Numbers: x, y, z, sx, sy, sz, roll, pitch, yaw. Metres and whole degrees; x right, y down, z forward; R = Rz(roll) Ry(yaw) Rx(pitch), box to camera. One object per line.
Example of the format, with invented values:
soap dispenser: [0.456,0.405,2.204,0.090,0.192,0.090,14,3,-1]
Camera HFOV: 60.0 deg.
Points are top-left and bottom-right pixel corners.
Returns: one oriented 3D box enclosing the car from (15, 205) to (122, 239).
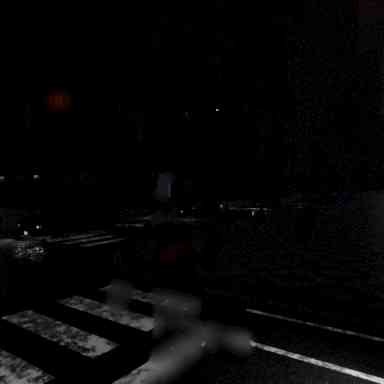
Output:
car: [-5.934,1.373,16.856,2.033,1.411,5.357,0,1,31]

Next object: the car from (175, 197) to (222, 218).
car: [0.644,1.170,26.579,1.837,1.490,4.892,0,1,36]

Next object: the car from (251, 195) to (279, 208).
car: [8.190,1.056,37.124,1.994,1.385,4.181,0,1,35]

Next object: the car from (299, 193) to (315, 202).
car: [17.773,0.875,50.372,1.895,1.301,4.718,0,1,36]

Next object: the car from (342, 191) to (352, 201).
car: [25.394,0.650,55.701,1.882,1.535,5.008,0,1,36]

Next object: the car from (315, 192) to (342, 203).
car: [19.511,0.811,47.473,1.837,1.490,4.892,0,1,36]
